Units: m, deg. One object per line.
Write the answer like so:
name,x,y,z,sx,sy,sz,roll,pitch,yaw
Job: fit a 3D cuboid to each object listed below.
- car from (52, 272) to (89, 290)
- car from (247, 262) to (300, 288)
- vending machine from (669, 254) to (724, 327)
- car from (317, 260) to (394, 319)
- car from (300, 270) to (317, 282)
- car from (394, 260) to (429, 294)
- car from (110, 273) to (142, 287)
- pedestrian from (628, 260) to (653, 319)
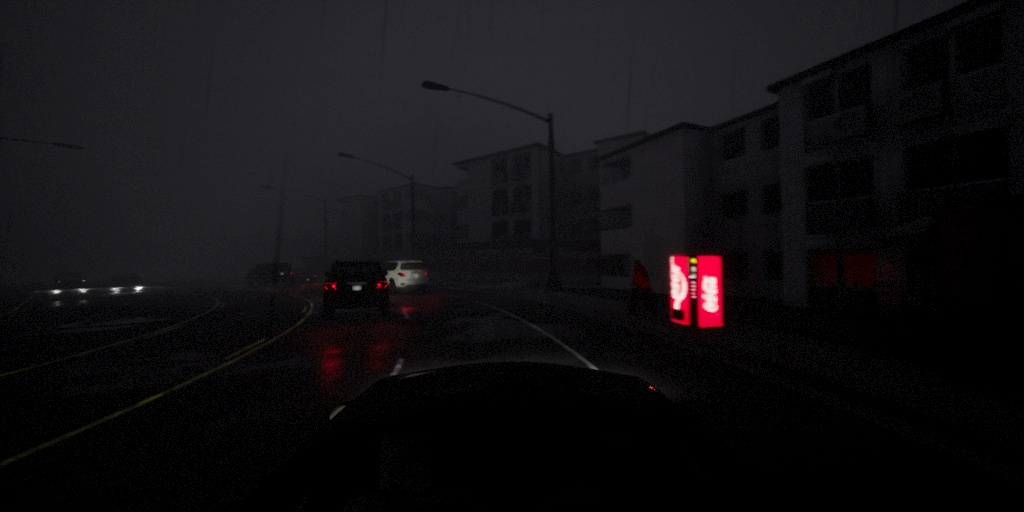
car,-40.542,2.237,32.920,4.674,1.442,1.812,-2,-1,38
car,-20.634,1.583,30.620,5.566,2.045,2.150,-1,-1,39
vending machine,5.060,0.941,9.846,1.100,2.100,0.880,0,0,-12
car,-6.186,1.193,14.320,2.150,2.045,5.566,0,-1,-23
car,-21.368,2.024,35.796,4.718,1.301,1.895,-1,-1,37
car,-7.522,1.296,23.504,2.150,2.045,5.566,0,-1,-42
car,-38.556,2.305,35.812,4.718,1.301,1.895,-1,-1,38
pedestrian,3.717,0.914,10.405,0.375,1.860,0.375,-1,-1,-13
